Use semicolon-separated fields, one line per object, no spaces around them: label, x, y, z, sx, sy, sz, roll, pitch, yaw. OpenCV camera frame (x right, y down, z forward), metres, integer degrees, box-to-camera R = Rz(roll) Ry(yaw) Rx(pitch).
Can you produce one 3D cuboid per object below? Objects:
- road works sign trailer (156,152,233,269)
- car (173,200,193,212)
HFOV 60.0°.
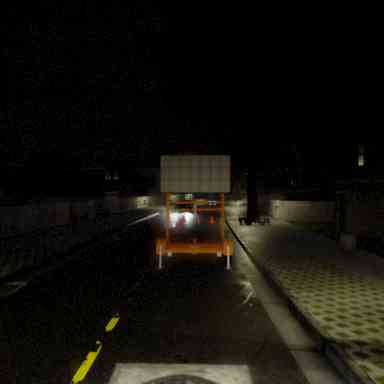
road works sign trailer;0.114;0.461;11.127;2.380;3.560;2.880;0;0;2
car;-1.049;1.582;38.382;1.895;1.301;4.718;0;0;6
